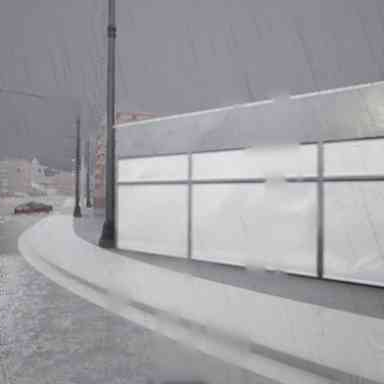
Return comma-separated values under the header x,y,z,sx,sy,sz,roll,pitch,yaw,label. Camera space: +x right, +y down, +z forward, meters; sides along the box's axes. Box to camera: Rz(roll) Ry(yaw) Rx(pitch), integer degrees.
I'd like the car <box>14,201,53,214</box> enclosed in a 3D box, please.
x,y,z,sx,sy,sz,roll,pitch,yaw,label
-17.652,1.718,37.235,1.994,1.385,4.181,0,0,20,car
